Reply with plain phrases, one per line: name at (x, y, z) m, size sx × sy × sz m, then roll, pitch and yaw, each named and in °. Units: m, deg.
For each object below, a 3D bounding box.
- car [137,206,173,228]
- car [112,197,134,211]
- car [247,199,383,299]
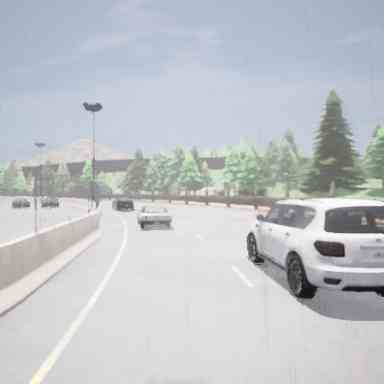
car at (-2.540, 1.519, 21.572) m, size 1.895 × 1.301 × 4.718 m, roll 0°, pitch 0°, yaw -13°
car at (-8.096, 1.343, 38.761) m, size 1.882 × 1.535 × 5.008 m, roll 0°, pitch 0°, yaw -22°
car at (3.056, 1.175, 8.536) m, size 2.150 × 2.045 × 5.566 m, roll 0°, pitch 0°, yaw -5°
